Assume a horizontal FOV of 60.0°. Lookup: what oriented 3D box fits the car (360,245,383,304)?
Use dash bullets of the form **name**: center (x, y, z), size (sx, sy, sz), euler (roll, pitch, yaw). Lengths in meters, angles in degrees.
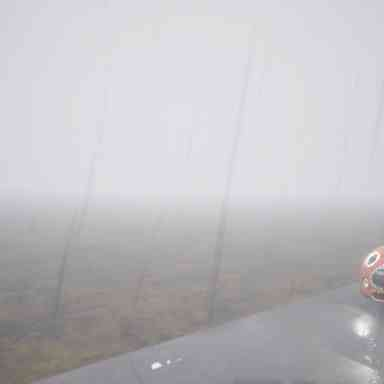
- **car**: center (5.553, 1.316, 7.022), size (4.553, 1.767, 2.097), euler (0, 0, -35)
